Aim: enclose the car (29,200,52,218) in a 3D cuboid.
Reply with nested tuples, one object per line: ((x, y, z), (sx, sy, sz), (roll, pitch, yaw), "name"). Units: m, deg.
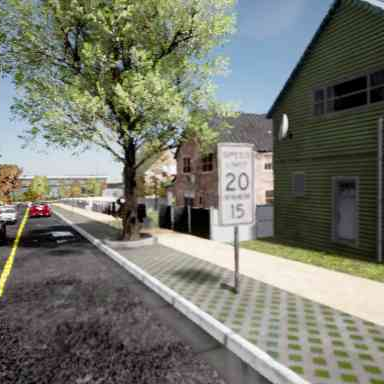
((-16.429, 1.790, 35.981), (2.097, 1.767, 4.553), (-2, 0, -25), "car")

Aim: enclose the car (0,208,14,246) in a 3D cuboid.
((-10.182, 1.776, 16.179), (2.128, 1.511, 4.902), (-2, 0, -26), "car")

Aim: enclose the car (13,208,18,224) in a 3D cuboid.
((-15.862, 2.042, 28.110), (1.895, 1.301, 4.718), (-2, 0, -25), "car")

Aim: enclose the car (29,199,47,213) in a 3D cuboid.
((-21.374, 1.940, 46.219), (2.097, 1.767, 4.553), (-2, 0, -25), "car")

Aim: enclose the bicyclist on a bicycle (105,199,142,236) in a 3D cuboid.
((-3.043, 1.107, 14.718), (1.656, 1.620, 0.582), (-5, 4, -25), "bicyclist on a bicycle")
